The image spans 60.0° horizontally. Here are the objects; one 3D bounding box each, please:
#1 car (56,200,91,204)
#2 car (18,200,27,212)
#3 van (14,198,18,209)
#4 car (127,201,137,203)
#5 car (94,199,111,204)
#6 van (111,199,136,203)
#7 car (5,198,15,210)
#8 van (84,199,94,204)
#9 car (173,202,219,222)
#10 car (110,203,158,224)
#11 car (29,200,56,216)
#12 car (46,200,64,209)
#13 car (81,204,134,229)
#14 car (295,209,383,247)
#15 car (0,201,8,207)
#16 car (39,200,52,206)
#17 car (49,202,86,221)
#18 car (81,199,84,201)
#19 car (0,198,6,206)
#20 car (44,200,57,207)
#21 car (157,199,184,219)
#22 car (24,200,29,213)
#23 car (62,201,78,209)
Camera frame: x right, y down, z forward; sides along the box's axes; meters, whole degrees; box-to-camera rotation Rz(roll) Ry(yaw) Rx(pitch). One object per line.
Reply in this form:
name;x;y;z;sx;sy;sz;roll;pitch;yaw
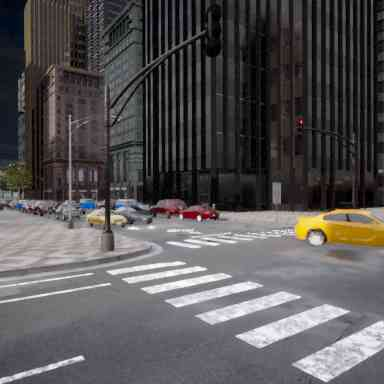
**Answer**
car;-14.509;2.096;40.459;2.033;1.411;5.357;0;-1;-35
car;-23.448;2.156;48.372;1.967;1.590;4.097;-1;0;-35
van;-26.287;2.122;52.350;1.690;1.788;3.998;-1;0;-35
car;-5.373;2.004;37.738;1.802;1.307;4.206;-1;0;-35
car;-11.277;1.874;46.028;2.192;1.841;5.009;-1;0;-35
van;-8.328;1.832;41.883;1.690;1.788;3.998;-1;0;-35
car;-32.062;2.353;60.451;1.967;1.590;4.097;-1;0;-35
van;-17.174;2.037;54.318;1.690;1.788;3.998;-1;0;-35
car;0.524;1.828;29.447;1.887;1.381;4.507;-1;0;-35
car;-4.935;1.850;27.015;1.812;1.442;4.674;0;-1;-36
car;-17.777;1.900;40.416;2.192;1.841;5.009;-1;0;-35
car;-25.072;2.315;60.756;1.882;1.535;5.008;0;-1;-35
car;-6.327;1.843;24.366;1.752;1.417;4.829;-1;0;-35
car;6.817;1.473;13.633;5.008;1.535;1.882;0;1;34
car;-44.549;2.770;77.963;1.802;1.307;4.206;-1;0;-35
car;-34.893;2.659;79.106;1.947;1.339;4.313;-1;0;-35
car;-12.098;2.004;32.460;2.008;1.369;4.403;-1;0;-35
car;-19.365;2.059;52.758;2.097;1.767;4.553;0;-1;-36
car;-41.428;2.666;73.586;1.887;1.381;4.507;-1;0;-35
car;-31.871;2.594;74.869;1.947;1.339;4.313;-1;0;-35
car;-2.430;1.668;33.593;2.192;1.841;5.009;-1;0;-35
car;-20.609;2.195;44.394;1.887;1.381;4.507;-1;0;-35
car;-22.810;2.406;62.163;1.802;1.307;4.206;-1;0;-35
